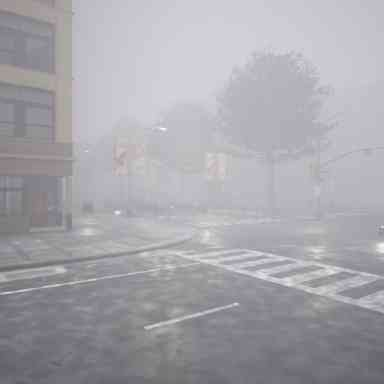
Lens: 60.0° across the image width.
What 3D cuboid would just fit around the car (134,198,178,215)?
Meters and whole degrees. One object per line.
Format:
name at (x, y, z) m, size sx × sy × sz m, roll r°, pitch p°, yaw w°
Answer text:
car at (-3.736, 1.601, 33.803) m, size 1.895 × 1.301 × 4.718 m, roll 0°, pitch 0°, yaw -36°

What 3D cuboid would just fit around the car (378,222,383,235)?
car at (11.282, 1.546, 16.363) m, size 5.357 × 1.411 × 2.033 m, roll 0°, pitch 0°, yaw -36°

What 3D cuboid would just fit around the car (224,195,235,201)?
car at (7.772, 1.413, 76.682) m, size 2.161 × 1.482 × 4.786 m, roll 0°, pitch 0°, yaw -36°

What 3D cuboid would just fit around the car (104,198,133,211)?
car at (-9.632, 1.505, 42.027) m, size 1.837 × 1.490 × 4.892 m, roll 0°, pitch 0°, yaw -35°

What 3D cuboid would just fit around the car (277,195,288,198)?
car at (18.256, 1.320, 69.210) m, size 2.002 × 1.452 × 4.674 m, roll 0°, pitch 0°, yaw -36°

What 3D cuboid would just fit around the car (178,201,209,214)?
car at (-0.277, 1.601, 34.989) m, size 1.895 × 1.301 × 4.718 m, roll 0°, pitch 0°, yaw -36°

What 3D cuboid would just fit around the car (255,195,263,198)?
car at (17.416, 1.463, 83.141) m, size 1.895 × 1.301 × 4.718 m, roll 0°, pitch 0°, yaw -36°
